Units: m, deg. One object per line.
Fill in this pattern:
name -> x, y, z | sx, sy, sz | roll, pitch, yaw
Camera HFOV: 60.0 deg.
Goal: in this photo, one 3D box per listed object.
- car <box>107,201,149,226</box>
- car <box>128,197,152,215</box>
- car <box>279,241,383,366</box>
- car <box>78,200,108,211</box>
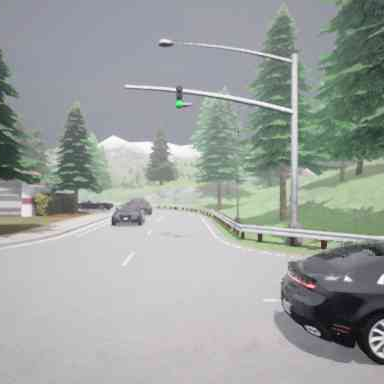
car -> -4.406, 1.550, 23.494 | 1.994, 1.385, 4.181 | 0, 0, -3
car -> -5.402, 1.333, 33.269 | 2.097, 1.767, 4.553 | 0, 0, -20
car -> 3.893, 1.579, 5.227 | 4.892, 1.490, 1.837 | 2, 0, -2
car -> -12.103, 1.582, 40.897 | 4.718, 1.301, 1.895 | 0, 0, 13
